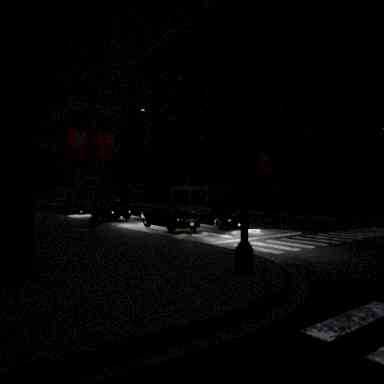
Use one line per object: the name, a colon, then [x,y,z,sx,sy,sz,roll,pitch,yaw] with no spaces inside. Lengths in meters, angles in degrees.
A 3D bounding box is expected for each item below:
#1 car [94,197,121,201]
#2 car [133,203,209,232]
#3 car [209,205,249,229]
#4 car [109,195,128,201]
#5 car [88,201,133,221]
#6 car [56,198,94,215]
car: [-10.548,1.628,38.906,2.128,1.511,4.902,0,0,-36]
car: [-1.429,1.545,20.627,2.128,1.511,4.902,0,0,-36]
car: [1.412,1.605,22.303,2.033,1.411,5.357,0,0,-33]
car: [-11.982,1.413,52.356,2.150,2.045,5.566,0,0,-36]
car: [-6.873,1.691,28.204,1.895,1.301,4.718,0,0,-36]
car: [-13.049,1.678,36.818,2.033,1.411,5.357,0,0,-35]
